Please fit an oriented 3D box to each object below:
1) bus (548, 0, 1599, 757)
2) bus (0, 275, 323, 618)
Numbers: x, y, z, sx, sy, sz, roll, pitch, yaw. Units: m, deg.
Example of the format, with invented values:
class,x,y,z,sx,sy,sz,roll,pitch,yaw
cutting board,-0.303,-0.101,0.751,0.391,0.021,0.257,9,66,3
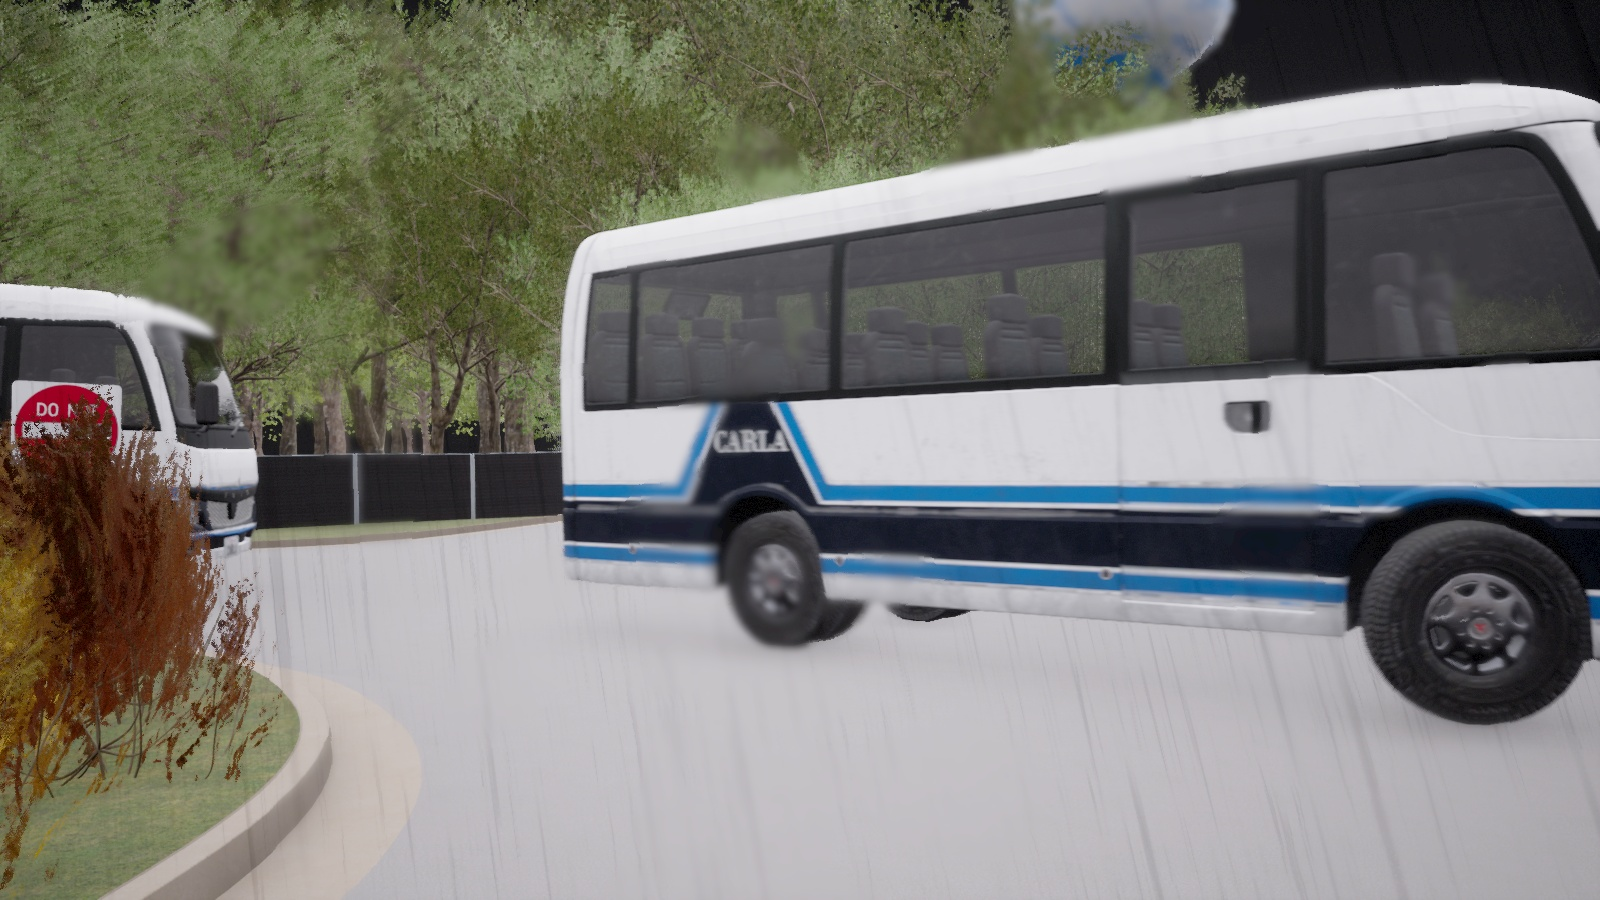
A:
class,x,y,z,sx,sy,sz,roll,pitch,yaw
bus,2.821,-0.388,10.859,10.273,4.253,3.944,-2,1,39
bus,-12.396,-0.061,17.226,10.273,4.253,3.944,1,0,-8
